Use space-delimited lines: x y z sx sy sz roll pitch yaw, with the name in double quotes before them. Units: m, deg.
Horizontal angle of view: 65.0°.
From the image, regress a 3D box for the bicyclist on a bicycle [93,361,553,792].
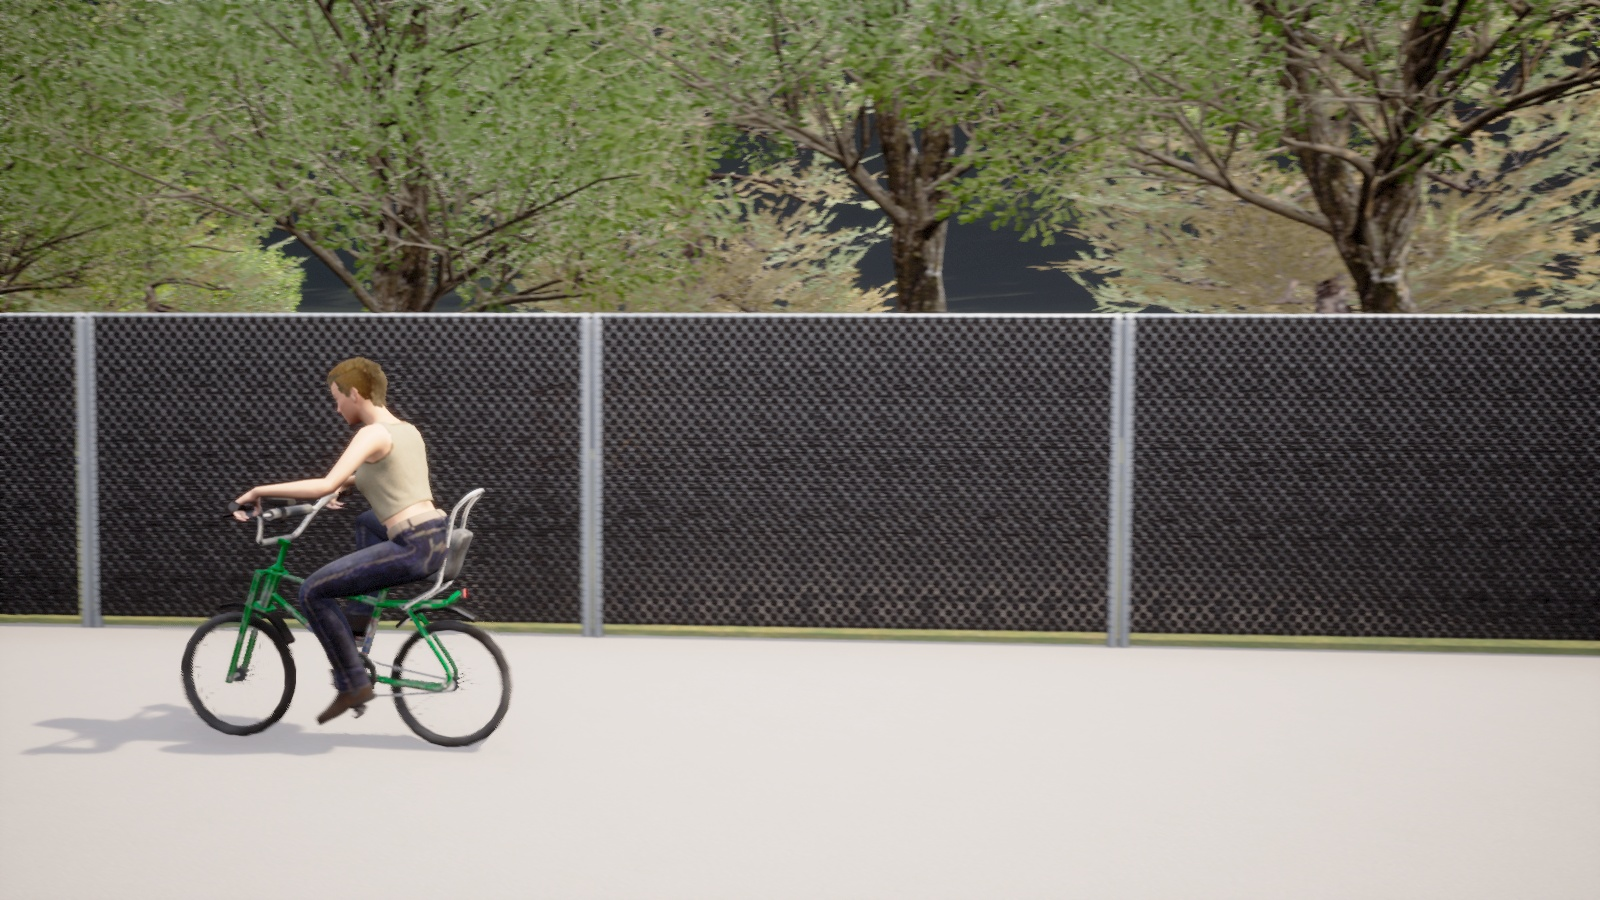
"bicyclist on a bicycle" -1.918 0.461 5.212 1.509 1.612 0.866 0 3 9
